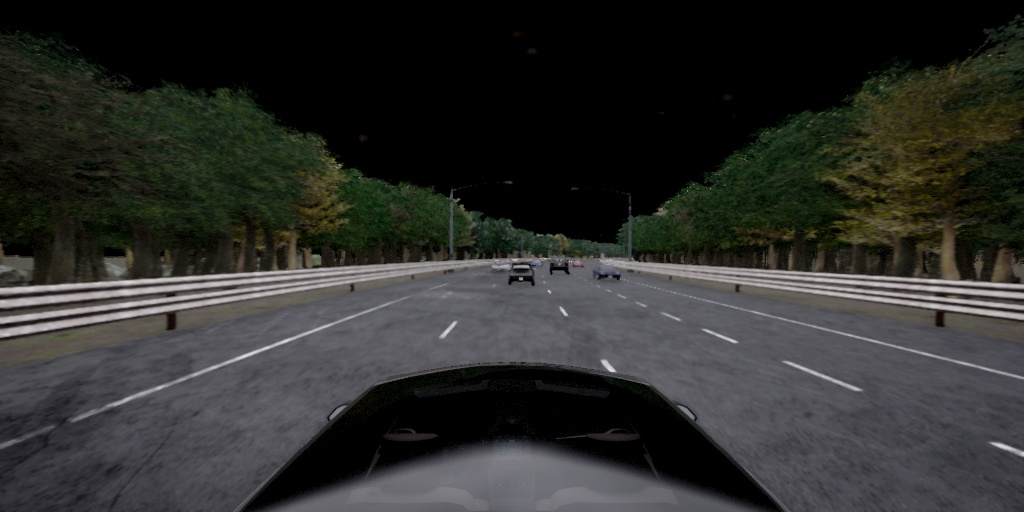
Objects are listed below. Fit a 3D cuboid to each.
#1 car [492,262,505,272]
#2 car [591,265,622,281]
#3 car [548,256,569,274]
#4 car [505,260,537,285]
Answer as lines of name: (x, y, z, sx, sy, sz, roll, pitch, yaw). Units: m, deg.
car: (-1.312, 1.369, 46.178, 1.895, 1.301, 4.718, 0, 0, 7)
car: (8.108, 1.415, 31.261, 1.895, 1.301, 4.718, 0, 0, 4)
car: (5.436, 1.025, 41.676, 2.150, 2.045, 5.566, 0, 0, 6)
car: (0.760, 1.273, 26.520, 1.837, 1.490, 4.892, 0, 0, 4)
